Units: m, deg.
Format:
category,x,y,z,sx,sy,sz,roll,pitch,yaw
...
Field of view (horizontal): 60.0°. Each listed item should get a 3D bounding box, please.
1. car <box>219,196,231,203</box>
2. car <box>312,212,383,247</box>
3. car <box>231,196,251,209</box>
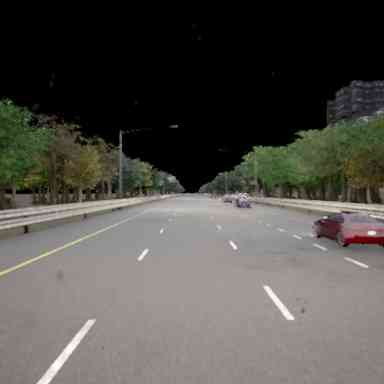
category,x,y,z,sx,sy,sz,roll,pitch,yaw
car,7.135,1.668,68.984,1.895,1.301,4.718,0,0,0
car,6.997,1.572,14.947,1.994,1.385,4.181,0,0,0
car,7.045,1.576,46.828,1.812,1.442,4.674,0,0,0
